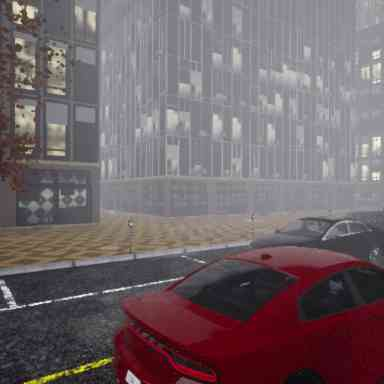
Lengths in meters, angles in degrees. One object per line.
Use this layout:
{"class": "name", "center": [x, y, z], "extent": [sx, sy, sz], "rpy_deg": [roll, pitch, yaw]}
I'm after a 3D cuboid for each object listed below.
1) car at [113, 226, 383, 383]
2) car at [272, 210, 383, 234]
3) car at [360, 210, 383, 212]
{"class": "car", "center": [1.528, 1.477, 4.296], "extent": [5.008, 1.535, 1.882], "rpy_deg": [0, 0, -35]}
{"class": "car", "center": [3.735, 1.490, 9.706], "extent": [4.902, 1.511, 2.128], "rpy_deg": [0, 0, -35]}
{"class": "car", "center": [8.390, 1.563, 16.056], "extent": [4.313, 1.339, 1.947], "rpy_deg": [0, 0, -35]}
